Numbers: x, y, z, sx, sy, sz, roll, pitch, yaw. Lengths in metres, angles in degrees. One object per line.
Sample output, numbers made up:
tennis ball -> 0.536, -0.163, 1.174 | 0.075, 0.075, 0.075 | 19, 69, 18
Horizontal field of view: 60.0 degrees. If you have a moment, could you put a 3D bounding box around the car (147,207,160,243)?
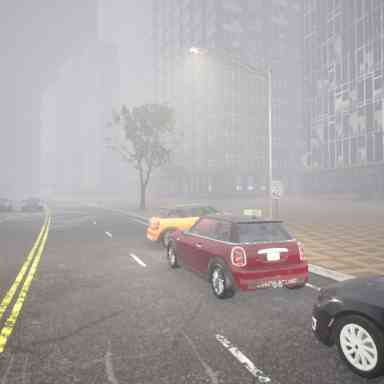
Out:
car -> 0.383, 1.276, 14.427 | 4.553, 1.767, 2.097 | -3, 1, -18

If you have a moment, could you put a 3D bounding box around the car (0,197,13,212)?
car -> -21.795, 1.389, 38.061 | 2.097, 1.767, 4.553 | 0, 0, -24

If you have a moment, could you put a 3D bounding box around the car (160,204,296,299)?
car -> 0.884, 1.355, 8.839 | 2.097, 1.767, 4.553 | 0, 0, -22

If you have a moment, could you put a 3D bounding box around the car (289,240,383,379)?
car -> 3.619, 1.505, 3.368 | 1.837, 1.490, 4.892 | 0, 0, -35

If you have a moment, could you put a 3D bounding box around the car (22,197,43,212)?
car -> -18.826, 1.392, 39.383 | 2.097, 1.767, 4.553 | 0, 0, -24
